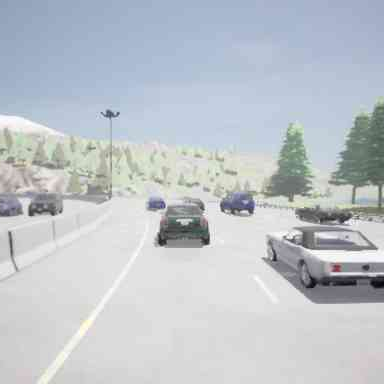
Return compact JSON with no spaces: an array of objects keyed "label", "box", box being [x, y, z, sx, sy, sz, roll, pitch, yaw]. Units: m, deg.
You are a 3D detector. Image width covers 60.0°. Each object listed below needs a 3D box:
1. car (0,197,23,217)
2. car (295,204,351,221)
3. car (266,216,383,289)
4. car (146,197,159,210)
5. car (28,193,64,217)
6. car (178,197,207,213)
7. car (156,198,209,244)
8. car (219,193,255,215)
[{"label":"car","box":[-16.706,1.269,29.589,2.097,1.767,4.553,0,0,-11]},{"label":"car","box":[9.244,1.533,23.998,1.895,1.301,4.718,0,0,-8]},{"label":"car","box":[3.455,1.575,9.070,1.895,1.301,4.718,0,0,-2]},{"label":"car","box":[-4.477,1.365,40.312,1.882,1.535,5.008,0,0,-14]},{"label":"car","box":[-13.321,1.138,30.629,2.150,2.045,5.566,0,0,-11]},{"label":"car","box":[0.008,1.390,36.604,2.128,1.511,4.902,0,0,-13]},{"label":"car","box":[-0.465,1.307,15.651,2.097,1.767,4.553,0,0,-4]},{"label":"car","box":[4.411,1.130,33.207,2.150,2.045,5.566,0,0,-11]}]
